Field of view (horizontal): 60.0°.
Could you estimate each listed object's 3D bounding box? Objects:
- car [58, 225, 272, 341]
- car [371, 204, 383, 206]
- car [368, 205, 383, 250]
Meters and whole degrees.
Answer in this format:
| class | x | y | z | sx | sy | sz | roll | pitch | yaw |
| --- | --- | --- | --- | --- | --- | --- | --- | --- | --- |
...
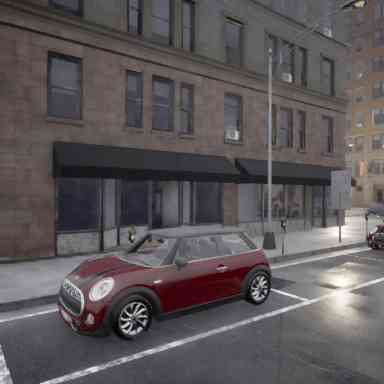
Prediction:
| class | x | y | z | sx | sy | sz | roll | pitch | yaw |
| --- | --- | --- | --- | --- | --- | --- | --- | --- | --- |
| car | -0.395 | 1.441 | 6.466 | 4.097 | 1.590 | 1.967 | 0 | 0 | -35 |
| car | 17.670 | 1.494 | 27.702 | 2.033 | 1.411 | 5.357 | 1 | 0 | -36 |
| car | 8.564 | 1.445 | 12.825 | 4.097 | 1.590 | 1.967 | 0 | 0 | -35 |
